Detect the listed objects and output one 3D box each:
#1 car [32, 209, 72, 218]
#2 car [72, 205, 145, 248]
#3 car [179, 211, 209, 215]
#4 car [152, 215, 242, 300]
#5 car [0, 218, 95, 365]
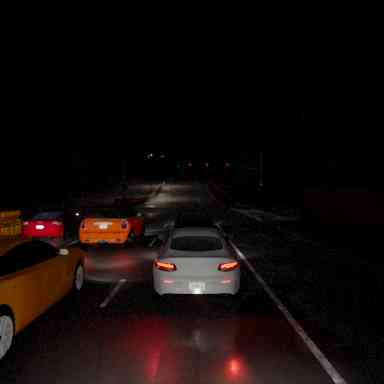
[{"bbox_3d":[-6.906,1.564,17.118,1.994,1.385,4.181,0,0,0],"label":"car"},{"bbox_3d":[-3.406,1.352,14.922,2.097,1.767,4.553,0,0,0],"label":"car"},{"bbox_3d":[0.094,1.601,17.162,1.895,1.301,4.718,0,0,0],"label":"car"},{"bbox_3d":[0.094,1.526,8.273,1.812,1.442,4.674,0,0,0],"label":"car"},{"bbox_3d":[-3.403,1.478,5.749,1.882,1.535,5.008,0,0,0],"label":"car"}]
